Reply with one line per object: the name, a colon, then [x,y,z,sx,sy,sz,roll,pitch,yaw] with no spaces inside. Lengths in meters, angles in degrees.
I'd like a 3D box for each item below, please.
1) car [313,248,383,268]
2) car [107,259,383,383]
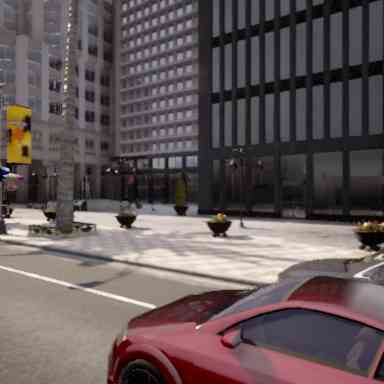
car: [3.712,1.488,5.034,4.892,1.521,2.231,0,0,35]
car: [1.146,1.566,3.177,4.181,1.385,1.994,0,0,35]
